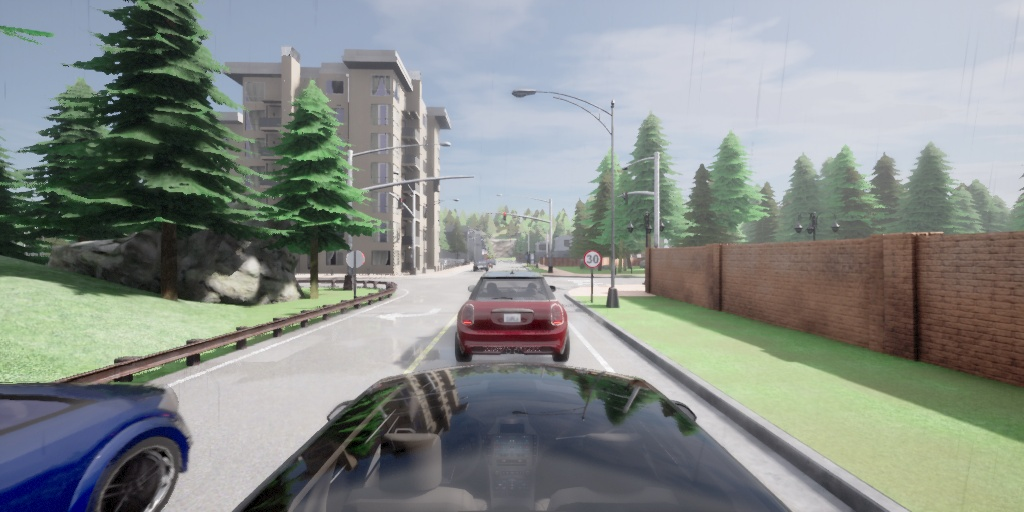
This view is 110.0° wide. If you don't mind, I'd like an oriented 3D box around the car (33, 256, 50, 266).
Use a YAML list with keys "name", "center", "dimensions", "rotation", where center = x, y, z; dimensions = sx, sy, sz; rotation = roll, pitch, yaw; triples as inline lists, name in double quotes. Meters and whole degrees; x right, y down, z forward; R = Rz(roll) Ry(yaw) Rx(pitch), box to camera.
- name: "car"
  center: [-30.928, 0.984, 24.687]
  dimensions: [5.566, 2.045, 2.150]
  rotation: [0, 0, -1]

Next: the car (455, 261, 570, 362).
- name: "car"
  center: [0.005, 1.101, 8.373]
  dimensions: [2.097, 1.767, 4.553]
  rotation: [0, 0, 0]

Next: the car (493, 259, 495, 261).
- name: "car"
  center: [-4.065, 1.307, 57.429]
  dimensions: [1.994, 1.385, 4.181]
  rotation: [0, 0, -1]

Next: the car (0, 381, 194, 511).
- name: "car"
  center: [-3.593, 1.314, 1.167]
  dimensions: [1.994, 1.385, 4.181]
  rotation: [0, 0, 0]

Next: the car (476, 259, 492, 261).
- name: "car"
  center: [-3.983, 1.235, 46.694]
  dimensions: [2.128, 1.511, 4.902]
  rotation: [0, 0, -1]
